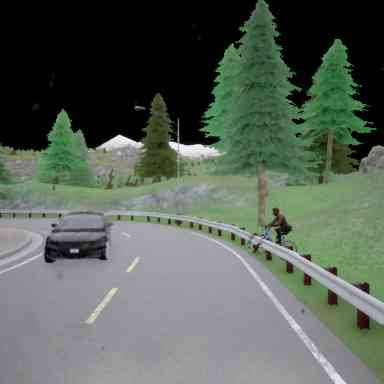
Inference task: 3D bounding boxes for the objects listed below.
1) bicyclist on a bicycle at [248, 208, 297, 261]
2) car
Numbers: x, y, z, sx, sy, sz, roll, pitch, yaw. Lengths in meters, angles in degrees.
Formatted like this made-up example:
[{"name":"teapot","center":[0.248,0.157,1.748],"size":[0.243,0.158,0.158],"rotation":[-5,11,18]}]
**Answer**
[{"name":"bicyclist on a bicycle","center":[2.711,1.353,10.760],"size":[1.656,1.620,0.582],"rotation":[13,-2,-5]},{"name":"car","center":[-3.978,1.477,12.335],"size":[1.882,1.535,5.008],"rotation":[0,0,-11]}]
